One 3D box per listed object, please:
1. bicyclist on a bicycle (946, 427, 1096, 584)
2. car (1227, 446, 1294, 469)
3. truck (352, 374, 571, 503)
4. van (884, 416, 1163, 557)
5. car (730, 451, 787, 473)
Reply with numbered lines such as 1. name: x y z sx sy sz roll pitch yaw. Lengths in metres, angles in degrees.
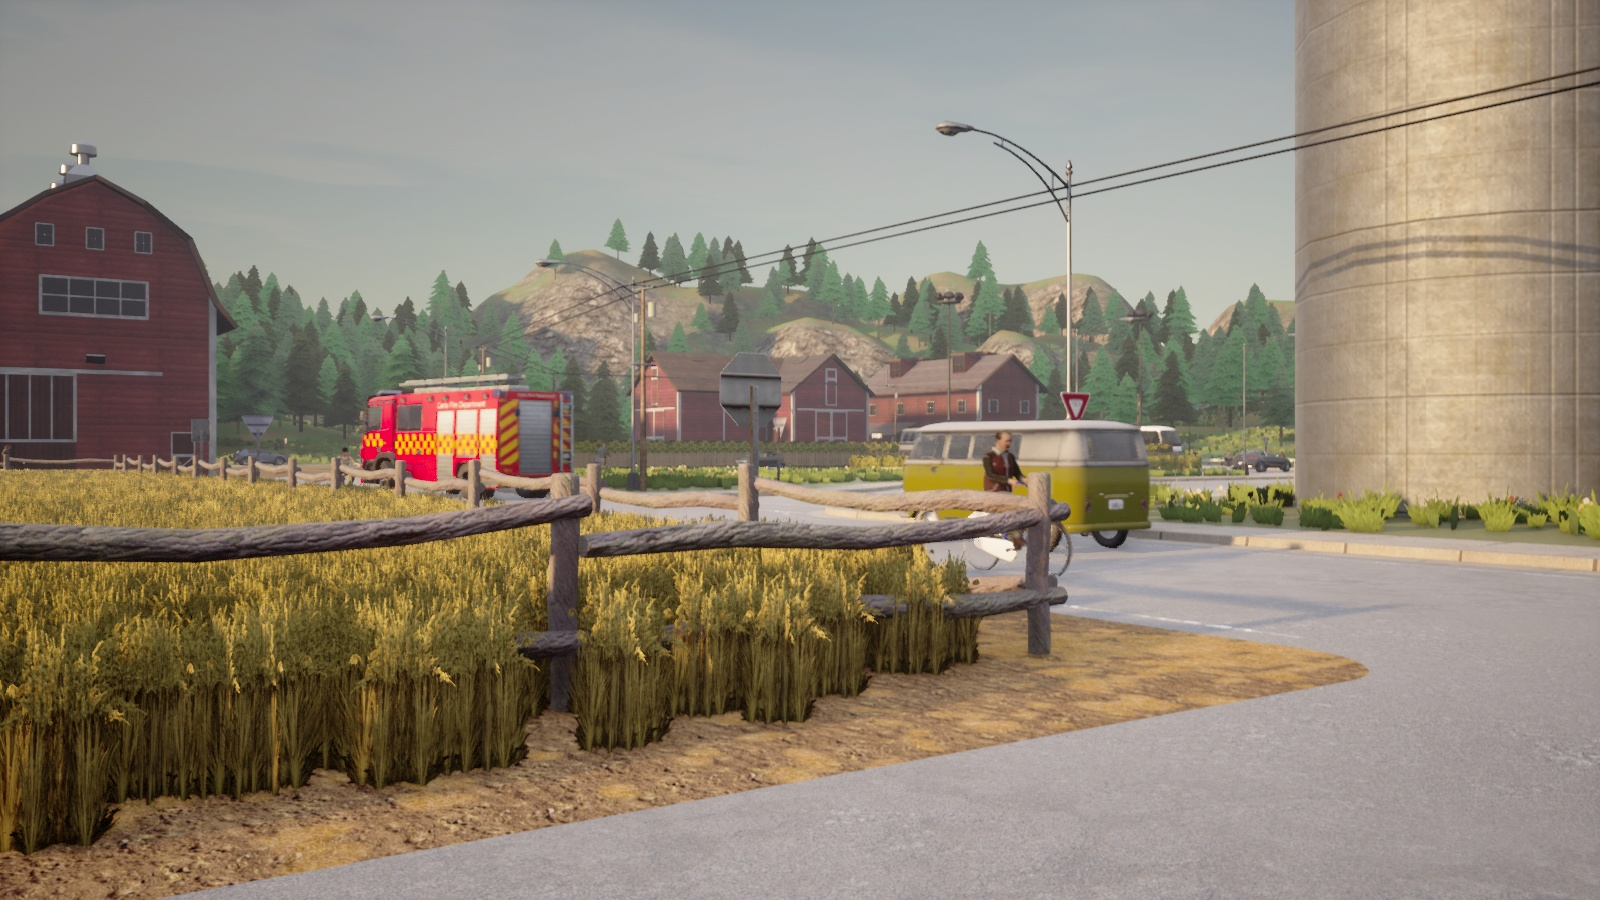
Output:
1. bicyclist on a bicycle: 2.627 0.628 15.124 0.659 1.776 1.843 0 0 -35
2. car: 33.204 0.534 90.477 5.027 1.651 2.152 0 0 -37
3. truck: -11.250 -0.320 41.172 8.468 3.827 2.891 0 0 43
4. van: 3.424 0.515 20.063 1.775 1.987 4.442 0 0 -34
5. car: -2.965 0.863 90.310 3.705 1.549 1.789 0 0 -35
